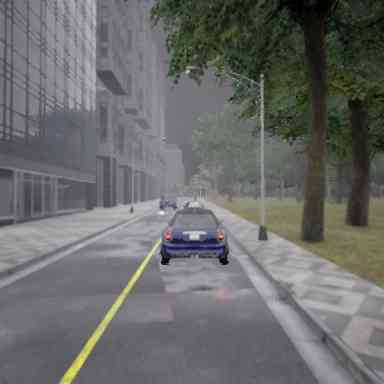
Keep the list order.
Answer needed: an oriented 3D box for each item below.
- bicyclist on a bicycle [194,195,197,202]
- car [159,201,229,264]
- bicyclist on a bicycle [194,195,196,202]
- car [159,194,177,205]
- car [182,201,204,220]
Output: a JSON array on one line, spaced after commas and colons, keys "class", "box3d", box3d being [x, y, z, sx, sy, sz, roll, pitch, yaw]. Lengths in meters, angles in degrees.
[{"class": "bicyclist on a bicycle", "box3d": [0.833, 1.655, 75.246, 0.582, 1.620, 1.656, 0, -1, 0]}, {"class": "car", "box3d": [0.086, 1.370, 12.075, 2.097, 1.767, 4.553, 0, 0, 0]}, {"class": "bicyclist on a bicycle", "box3d": [0.834, 1.693, 84.248, 0.582, 1.620, 1.656, 0, -1, 0]}, {"class": "car", "box3d": [-3.079, 1.317, 43.649, 2.150, 2.045, 5.566, 0, 0, 0]}, {"class": "car", "box3d": [0.092, 1.581, 29.257, 1.812, 1.442, 4.674, 0, 0, 0]}]
